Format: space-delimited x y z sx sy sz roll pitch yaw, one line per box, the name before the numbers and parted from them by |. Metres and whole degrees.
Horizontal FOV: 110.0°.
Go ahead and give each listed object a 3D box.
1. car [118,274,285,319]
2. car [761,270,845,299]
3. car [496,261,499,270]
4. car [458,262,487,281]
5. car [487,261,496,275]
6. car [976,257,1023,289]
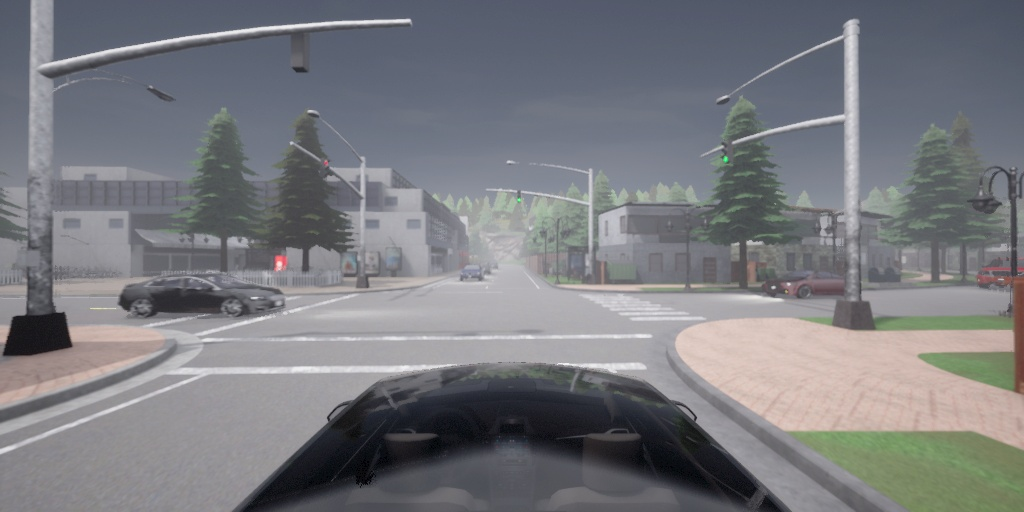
car | -10.752 1.382 12.671 4.902 1.511 2.128 1 0 -2
car | 15.073 1.403 18.223 4.181 1.385 1.994 0 0 -7
car | -3.407 1.644 63.532 2.128 1.511 4.902 0 -1 0
car | -3.545 1.475 32.485 1.812 1.442 4.674 0 0 0
car | -3.522 1.517 44.151 2.128 1.511 4.902 0 0 0
car | 32.289 1.093 22.939 5.566 2.045 2.150 0 0 -24
